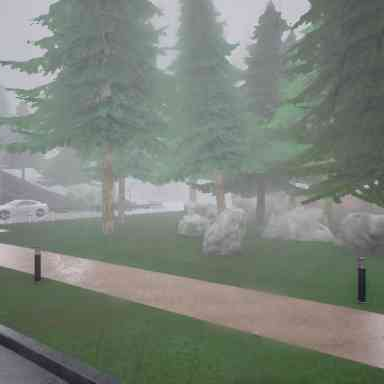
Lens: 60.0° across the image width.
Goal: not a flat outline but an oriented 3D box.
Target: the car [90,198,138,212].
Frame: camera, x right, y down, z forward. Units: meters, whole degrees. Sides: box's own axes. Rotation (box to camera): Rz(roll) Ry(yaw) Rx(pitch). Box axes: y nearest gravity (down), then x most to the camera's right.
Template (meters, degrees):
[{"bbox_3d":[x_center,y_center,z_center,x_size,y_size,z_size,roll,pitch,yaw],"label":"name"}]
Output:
[{"bbox_3d":[-8.201,1.385,35.671,2.033,1.411,5.357,0,0,36],"label":"car"}]

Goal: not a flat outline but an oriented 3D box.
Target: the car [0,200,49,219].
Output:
[{"bbox_3d":[-14.179,1.363,27.340,1.812,1.442,4.674,0,0,35],"label":"car"}]
